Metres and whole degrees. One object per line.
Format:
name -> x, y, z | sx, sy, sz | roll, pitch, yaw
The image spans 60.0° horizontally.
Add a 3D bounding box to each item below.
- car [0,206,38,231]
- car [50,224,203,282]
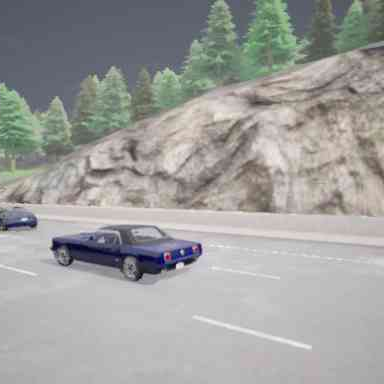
car -> -11.517, 1.581, 20.801 | 4.181, 1.385, 1.994 | 0, 0, 35
car -> -2.118, 1.607, 9.830 | 4.718, 1.301, 1.895 | 0, 0, 35
